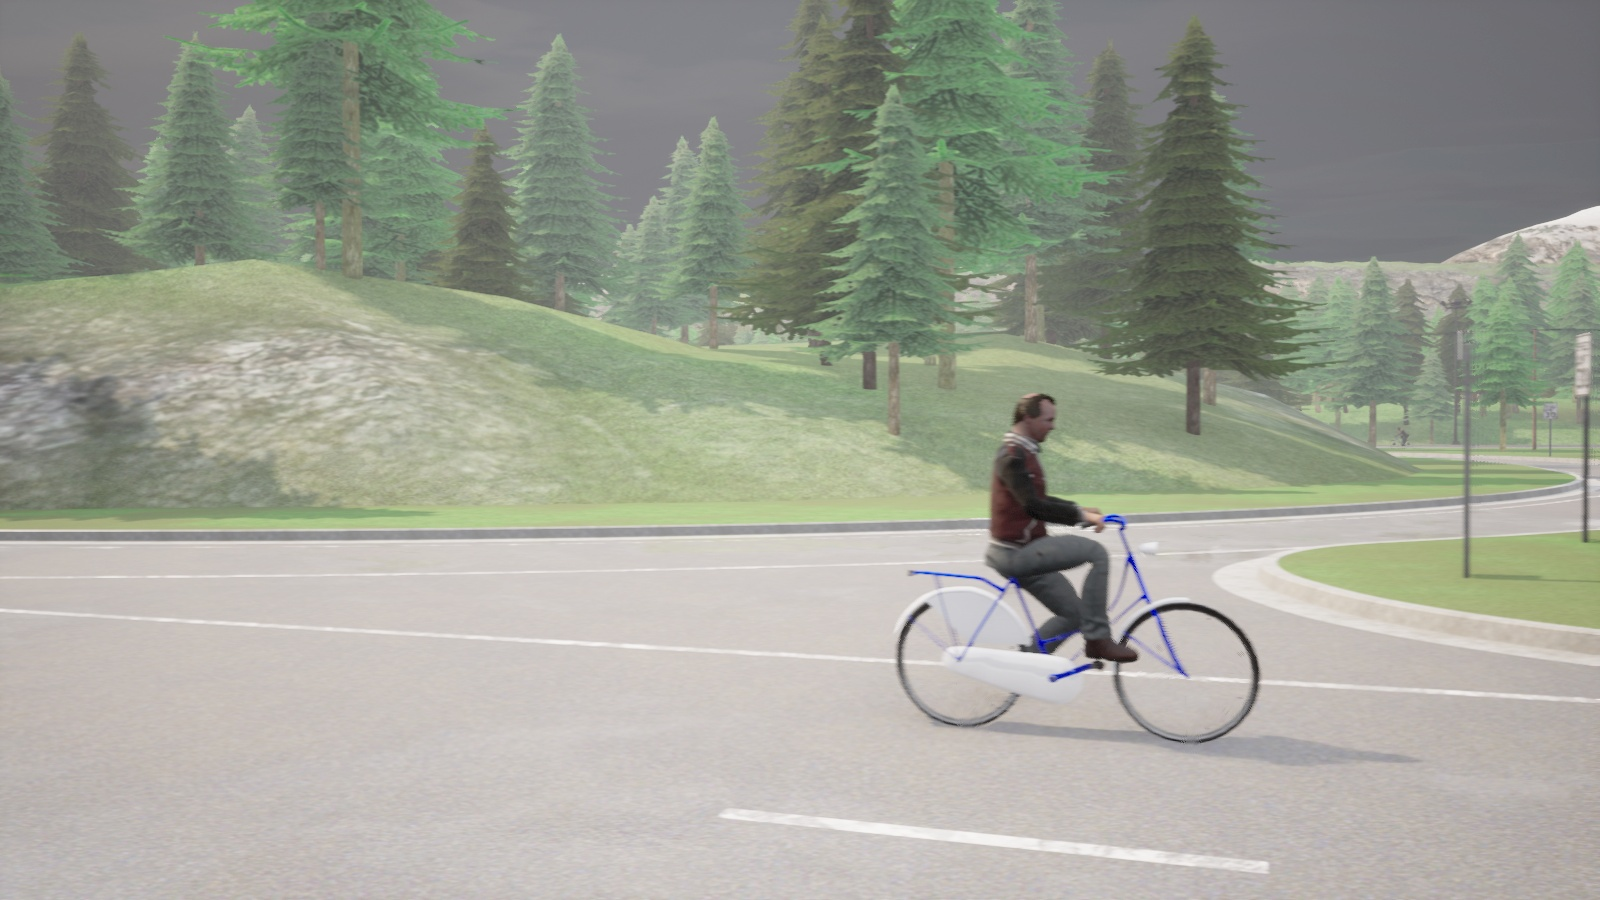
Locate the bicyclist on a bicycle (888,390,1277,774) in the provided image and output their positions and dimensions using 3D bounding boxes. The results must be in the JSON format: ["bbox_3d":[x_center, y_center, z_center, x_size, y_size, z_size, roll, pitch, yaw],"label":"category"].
[{"bbox_3d":[1.427,0.600,6.404,1.843,1.776,0.659,0,1,19],"label":"bicyclist on a bicycle"}]
